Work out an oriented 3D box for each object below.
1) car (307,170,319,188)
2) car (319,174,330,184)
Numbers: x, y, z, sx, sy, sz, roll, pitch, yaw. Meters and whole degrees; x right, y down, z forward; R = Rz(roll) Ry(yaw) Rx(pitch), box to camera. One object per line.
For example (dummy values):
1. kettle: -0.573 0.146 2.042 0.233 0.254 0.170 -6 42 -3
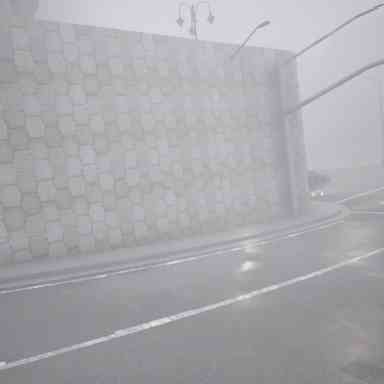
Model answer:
1. car: 8.045 -0.739 29.592 2.033 1.411 5.357 -11 7 -35
2. car: 10.713 -1.344 31.800 1.837 1.490 4.892 -11 6 -34
